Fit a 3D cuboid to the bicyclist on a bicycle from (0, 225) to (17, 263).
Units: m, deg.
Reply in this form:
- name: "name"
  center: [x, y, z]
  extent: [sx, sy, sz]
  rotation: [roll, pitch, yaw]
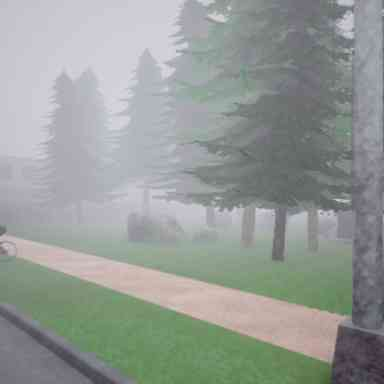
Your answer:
- name: "bicyclist on a bicycle"
  center: [-6.229, 1.422, 10.214]
  extent: [0.582, 1.620, 1.656]
  rotation: [0, -2, 43]
